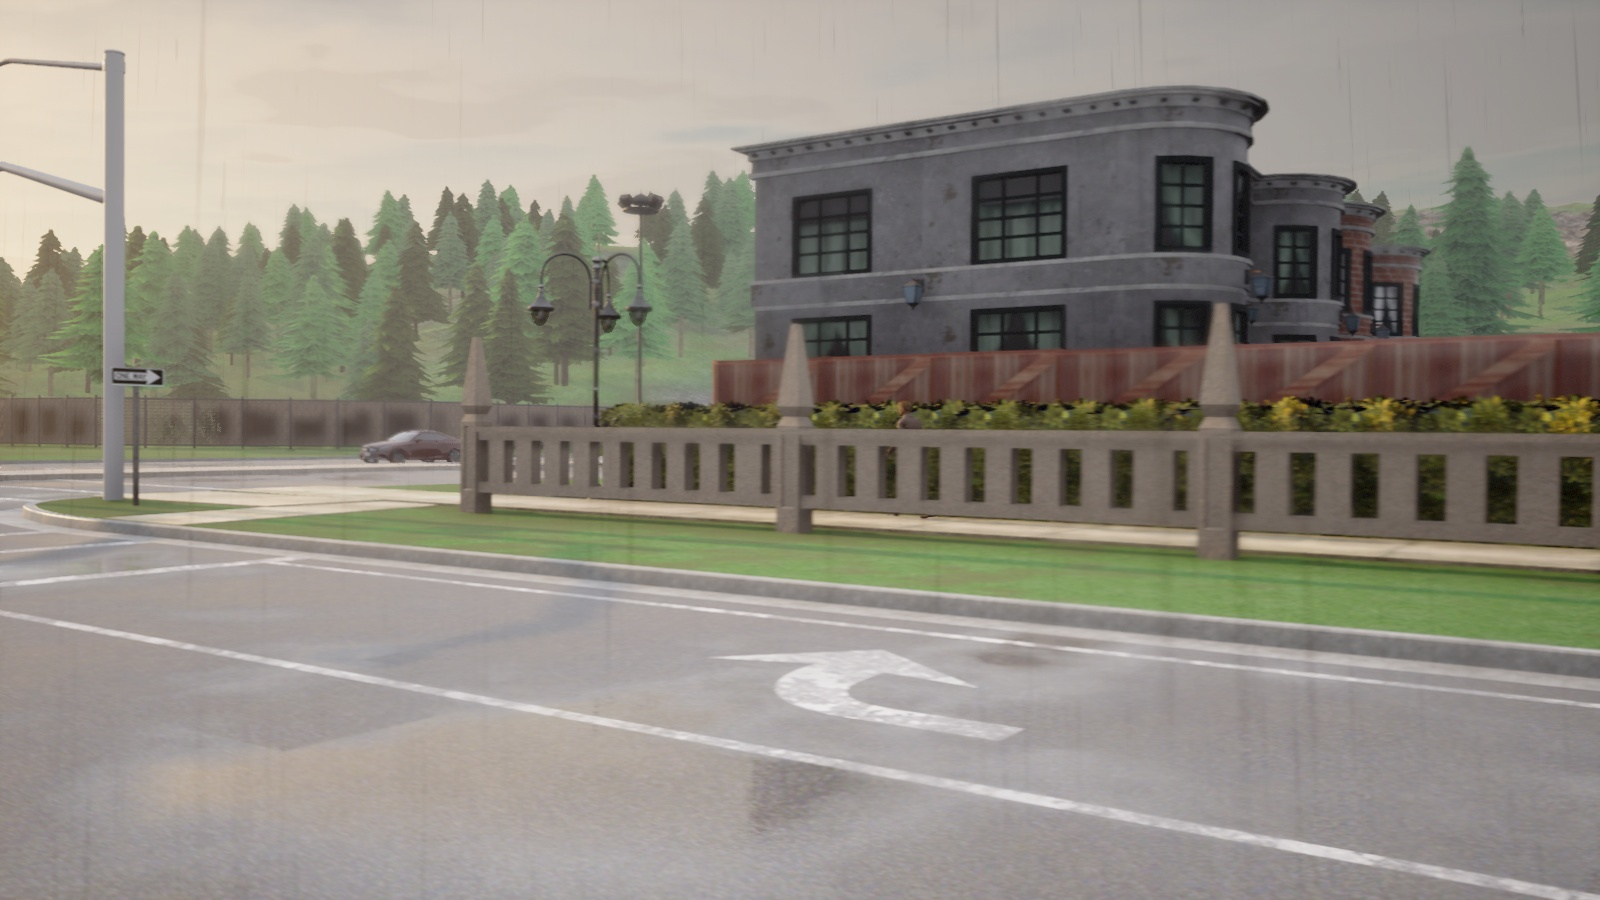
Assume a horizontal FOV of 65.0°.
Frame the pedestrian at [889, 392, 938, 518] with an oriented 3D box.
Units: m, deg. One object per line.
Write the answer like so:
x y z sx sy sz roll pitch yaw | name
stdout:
1.682 0.070 18.695 0.634 1.846 0.331 0 1 37 | pedestrian

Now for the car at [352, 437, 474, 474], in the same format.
-15.841 0.196 51.651 1.812 1.442 4.674 0 1 34 | car
